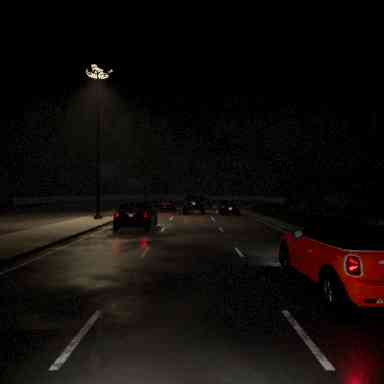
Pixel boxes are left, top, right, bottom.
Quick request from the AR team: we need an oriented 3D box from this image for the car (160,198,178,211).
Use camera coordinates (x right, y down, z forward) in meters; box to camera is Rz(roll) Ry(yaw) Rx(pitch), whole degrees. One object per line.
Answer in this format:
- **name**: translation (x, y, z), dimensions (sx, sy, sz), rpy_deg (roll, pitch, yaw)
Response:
- **car**: translation (-2.832, 1.491, 39.822), dimensions (2.128, 1.511, 4.902), rpy_deg (0, 0, 6)

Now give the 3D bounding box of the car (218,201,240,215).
- **car**: translation (3.726, 1.563, 33.721), dimensions (1.994, 1.385, 4.181), rpy_deg (0, 0, 2)

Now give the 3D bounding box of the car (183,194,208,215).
- **car**: translation (0.275, 1.221, 34.680), dimensions (2.150, 2.045, 5.566), rpy_deg (0, 0, 2)

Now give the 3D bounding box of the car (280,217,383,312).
- **car**: translation (3.601, 1.352, 7.862), dimensions (2.097, 1.767, 4.553), rpy_deg (0, 0, 0)

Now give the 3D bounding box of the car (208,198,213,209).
- **car**: translation (1.598, 1.491, 44.466), dimensions (2.128, 1.511, 4.902), rpy_deg (0, 0, 12)

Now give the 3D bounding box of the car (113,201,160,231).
- **car**: translation (-3.399, 1.352, 20.629), dimensions (2.097, 1.767, 4.553), rpy_deg (0, 0, 0)
